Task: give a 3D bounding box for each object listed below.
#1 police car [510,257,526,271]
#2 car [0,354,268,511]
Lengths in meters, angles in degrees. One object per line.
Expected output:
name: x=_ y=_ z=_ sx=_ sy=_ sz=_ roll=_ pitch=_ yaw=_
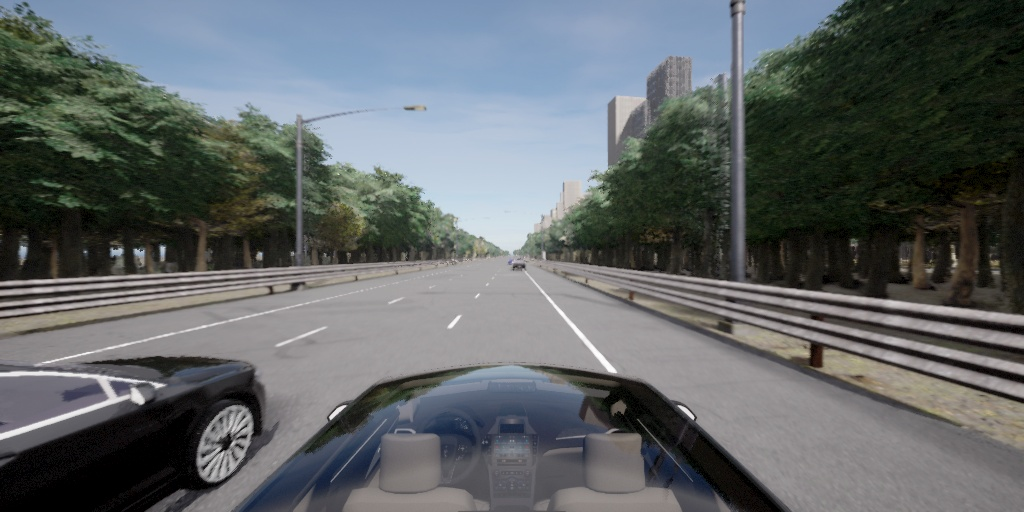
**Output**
police car: x=1.041 y=1.231 z=51.443 sx=1.930 sy=1.638 sz=5.238 roll=0 pitch=0 yaw=0
car: x=-3.401 y=1.241 z=1.678 sx=2.128 sy=1.511 sz=4.902 roll=0 pitch=0 yaw=0
